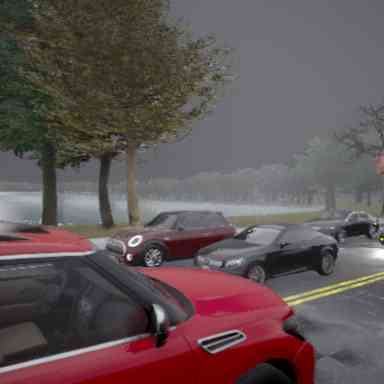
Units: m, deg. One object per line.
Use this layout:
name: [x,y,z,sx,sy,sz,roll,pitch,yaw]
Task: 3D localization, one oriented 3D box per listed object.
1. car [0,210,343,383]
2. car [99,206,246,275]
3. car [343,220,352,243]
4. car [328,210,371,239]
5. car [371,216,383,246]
car: [-1.505,1.224,2.366,5.566,2.045,2.150,0,0,-36]
car: [-0.552,1.422,11.274,4.553,1.767,2.097,1,0,-35]
car: [2.239,1.608,9.277,4.674,1.442,1.812,1,0,-35]
car: [7.769,1.684,17.199,4.902,1.511,2.128,1,-1,-35]
car: [10.284,1.765,14.983,4.181,1.385,1.994,1,0,-34]
